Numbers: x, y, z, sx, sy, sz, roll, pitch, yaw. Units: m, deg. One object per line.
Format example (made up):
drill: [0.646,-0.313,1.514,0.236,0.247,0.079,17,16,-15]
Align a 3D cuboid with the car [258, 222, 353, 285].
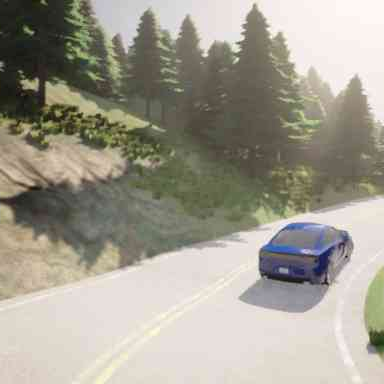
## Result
car: [3.873,1.737,10.960,1.882,1.535,5.008,0,5,35]
